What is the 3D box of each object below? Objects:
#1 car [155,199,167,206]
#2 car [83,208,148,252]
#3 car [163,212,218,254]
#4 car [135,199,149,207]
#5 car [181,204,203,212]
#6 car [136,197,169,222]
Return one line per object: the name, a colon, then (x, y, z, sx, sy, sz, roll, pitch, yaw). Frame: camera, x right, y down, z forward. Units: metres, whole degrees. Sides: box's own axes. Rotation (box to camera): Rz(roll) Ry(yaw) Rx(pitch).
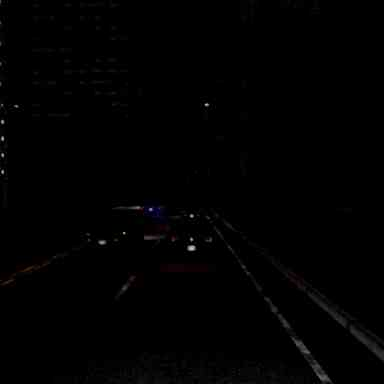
car: (-6.539, 2.221, 71.084, 2.033, 1.411, 5.357, 0, -1, 0)
car: (-3.254, 1.661, 14.380, 1.812, 1.442, 4.674, 0, 0, 0)
car: (-0.007, 1.733, 14.100, 1.895, 1.301, 4.718, 0, 0, 0)
car: (-9.791, 2.135, 65.482, 2.128, 1.511, 4.902, 0, 0, 0)
car: (-0.012, 1.802, 29.378, 1.812, 1.442, 4.674, 0, 0, 0)
car: (-3.265, 1.489, 29.003, 2.150, 2.045, 5.566, 0, 0, 0)
